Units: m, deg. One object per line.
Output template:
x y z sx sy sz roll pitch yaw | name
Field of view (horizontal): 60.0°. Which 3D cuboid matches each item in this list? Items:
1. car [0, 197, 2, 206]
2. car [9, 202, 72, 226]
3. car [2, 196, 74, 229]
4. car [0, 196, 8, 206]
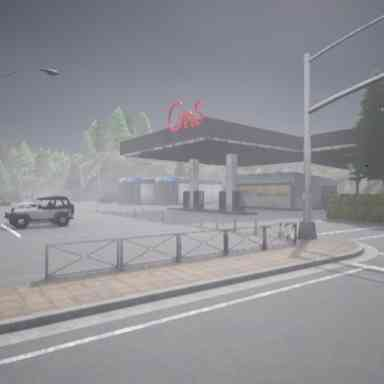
-30.791 1.471 51.563 5.027 1.636 2.152 0 0 -36 | car
-10.780 1.505 23.758 3.806 1.475 1.970 0 0 -36 | car
-9.339 1.221 20.700 3.866 1.878 1.905 0 0 -36 | car
-32.662 1.479 54.082 4.514 1.523 2.007 0 0 -36 | car
